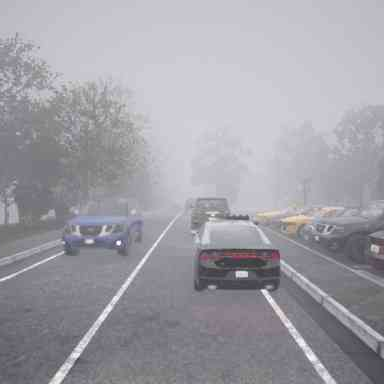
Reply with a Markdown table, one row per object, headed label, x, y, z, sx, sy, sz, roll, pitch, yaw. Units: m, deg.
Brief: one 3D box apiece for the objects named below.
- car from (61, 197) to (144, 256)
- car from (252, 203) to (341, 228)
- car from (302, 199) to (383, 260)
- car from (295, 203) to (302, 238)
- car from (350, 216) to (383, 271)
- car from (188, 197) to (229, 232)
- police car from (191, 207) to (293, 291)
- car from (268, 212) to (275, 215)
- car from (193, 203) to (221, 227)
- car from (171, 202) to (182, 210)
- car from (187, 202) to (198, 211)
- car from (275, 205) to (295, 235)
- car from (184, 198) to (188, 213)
| label | x | y | z | sx | sy | sz | roll | pitch | yaw |
| --- | --- | --- | --- | --- | --- | --- | --- | --- | --- |
| car | -3.317 | 1.253 | 13.539 | 2.150 | 2.045 | 5.566 | 0 | 0 | 0 |
| car | 6.956 | 1.563 | 22.562 | 5.366 | 1.575 | 1.946 | 0 | 0 | 0 |
| car | 7.079 | 1.250 | 11.473 | 5.566 | 2.045 | 2.435 | 0 | 0 | 0 |
| car | 7.147 | 1.382 | 14.245 | 4.553 | 1.767 | 2.185 | 0 | 0 | 0 |
| car | 7.128 | 1.527 | 8.696 | 4.792 | 1.488 | 2.163 | 0 | 0 | 0 |
| car | 1.023 | 1.296 | 19.156 | 2.150 | 2.045 | 5.566 | 0 | -1 | 0 |
| police car | 0.998 | 1.439 | 9.215 | 1.930 | 1.638 | 5.238 | 0 | 0 | 0 |
| car | 7.138 | 1.539 | 19.793 | 4.892 | 1.521 | 2.231 | 0 | 0 | 0 |
| car | 1.038 | 1.621 | 25.128 | 1.882 | 1.535 | 5.008 | 0 | -1 | 0 |
| car | -3.078 | 2.748 | 67.115 | 2.097 | 1.767 | 4.553 | 0 | -2 | 0 |
| car | 0.150 | 2.615 | 59.681 | 1.837 | 1.490 | 4.892 | 0 | -2 | 0 |
| car | 7.130 | 1.519 | 17.021 | 5.008 | 1.535 | 2.097 | 0 | 0 | 0 |
| car | 0.131 | 1.805 | 44.927 | 2.150 | 2.045 | 5.566 | 0 | -2 | 0 |
